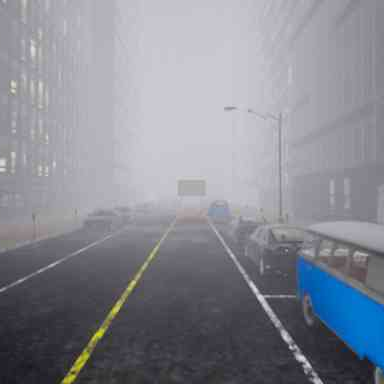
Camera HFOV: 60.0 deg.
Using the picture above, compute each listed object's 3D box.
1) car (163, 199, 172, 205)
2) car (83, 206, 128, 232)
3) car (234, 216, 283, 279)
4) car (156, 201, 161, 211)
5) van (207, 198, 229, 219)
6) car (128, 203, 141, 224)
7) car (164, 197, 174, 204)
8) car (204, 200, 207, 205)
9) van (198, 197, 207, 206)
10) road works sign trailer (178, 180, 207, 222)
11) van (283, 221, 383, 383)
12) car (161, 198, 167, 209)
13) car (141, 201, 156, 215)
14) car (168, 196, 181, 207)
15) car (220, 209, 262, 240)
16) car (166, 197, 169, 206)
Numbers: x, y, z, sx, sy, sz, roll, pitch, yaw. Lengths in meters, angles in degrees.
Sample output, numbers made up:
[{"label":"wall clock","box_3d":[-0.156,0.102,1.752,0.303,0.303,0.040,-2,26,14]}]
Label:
[{"label":"car","box_3d":[-5.713,2.296,78.578,1.947,1.339,4.313,0,0,0]},{"label":"car","box_3d":[-5.699,1.755,21.611,1.887,1.381,4.507,0,-1,0]},{"label":"car","box_3d":[2.684,1.652,10.219,2.008,1.369,4.403,0,-1,0]},{"label":"car","box_3d":[-5.705,1.969,44.397,1.887,1.381,4.507,0,-1,0]},{"label":"van","box_3d":[2.677,1.660,33.008,1.690,1.788,3.998,0,-1,0]},{"label":"car","box_3d":[-5.701,1.830,27.307,1.947,1.339,4.313,0,-1,0]},{"label":"car","box_3d":[-5.715,2.093,84.276,2.192,1.841,5.009,0,0,0]},{"label":"car","box_3d":[2.677,1.954,38.701,1.802,1.307,4.206,0,-1,0]},{"label":"van","box_3d":[2.669,1.973,67.188,1.690,1.788,3.998,0,-1,0]},{"label":"road works sign trailer","box_3d":[-0.007,0.744,28.901,2.380,3.560,2.880,0,-1,0]},{"label":"van","box_3d":[2.684,1.387,4.525,1.690,1.788,3.998,0,-1,0]},{"label":"car","box_3d":[-5.708,2.111,55.791,1.802,1.307,4.206,0,-1,0]},{"label":"car","box_3d":[-5.704,1.937,38.700,1.947,1.339,4.313,0,-1,0]},{"label":"car","box_3d":[-3.040,2.085,64.536,1.882,1.535,5.008,0,0,1]},{"label":"car","box_3d":[2.682,1.707,15.916,2.008,1.369,4.403,0,-1,0]},{"label":"car","box_3d":[-5.711,2.213,67.184,1.802,1.307,4.206,0,-1,0]}]
